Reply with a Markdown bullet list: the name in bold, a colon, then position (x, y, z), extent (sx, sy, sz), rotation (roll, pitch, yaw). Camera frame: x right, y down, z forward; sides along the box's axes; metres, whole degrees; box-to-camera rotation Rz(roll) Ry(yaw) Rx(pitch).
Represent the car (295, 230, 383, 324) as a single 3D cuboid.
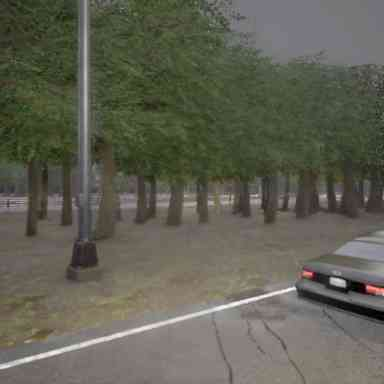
- **car**: position (4.456, 1.530, 6.946), extent (5.357, 1.411, 2.033), rotation (0, 0, -35)
